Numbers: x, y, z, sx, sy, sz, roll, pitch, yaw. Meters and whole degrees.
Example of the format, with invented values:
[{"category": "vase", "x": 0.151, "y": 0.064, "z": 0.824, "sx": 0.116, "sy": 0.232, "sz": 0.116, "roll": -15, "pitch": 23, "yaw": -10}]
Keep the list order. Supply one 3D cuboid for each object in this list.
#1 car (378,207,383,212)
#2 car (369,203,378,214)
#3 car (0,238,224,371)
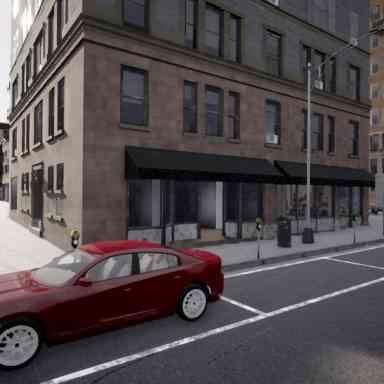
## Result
[{"category": "car", "x": 16.400, "y": 1.369, "z": 33.254, "sx": 1.837, "sy": 1.490, "sz": 4.892, "roll": 1, "pitch": 0, "yaw": -35}, {"category": "car", "x": 14.143, "y": 1.363, "z": 30.824, "sx": 1.812, "sy": 1.442, "sz": 4.674, "roll": 1, "pitch": 0, "yaw": -33}, {"category": "car", "x": -1.490, "y": 1.545, "z": 5.690, "sx": 4.507, "sy": 1.381, "sz": 1.887, "roll": 0, "pitch": 1, "yaw": -35}]
